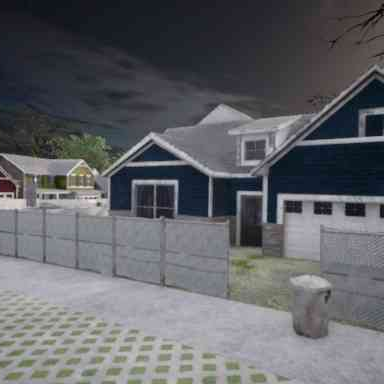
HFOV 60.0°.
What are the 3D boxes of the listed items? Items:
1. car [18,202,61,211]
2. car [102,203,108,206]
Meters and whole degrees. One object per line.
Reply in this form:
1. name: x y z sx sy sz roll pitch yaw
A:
1. car: -14.018 1.699 30.541 1.812 1.442 4.674 1 0 20
2. car: -9.951 1.862 42.931 1.994 1.385 4.181 1 0 16
